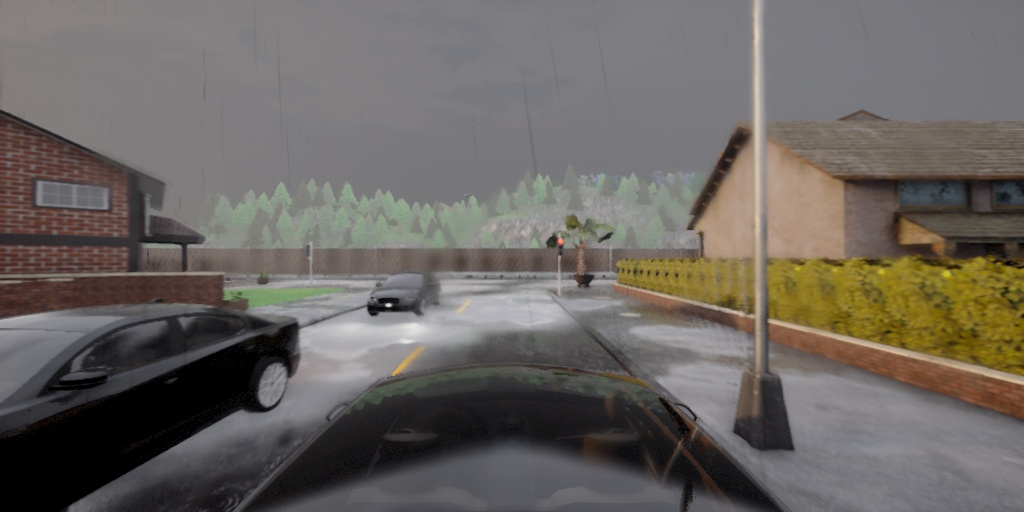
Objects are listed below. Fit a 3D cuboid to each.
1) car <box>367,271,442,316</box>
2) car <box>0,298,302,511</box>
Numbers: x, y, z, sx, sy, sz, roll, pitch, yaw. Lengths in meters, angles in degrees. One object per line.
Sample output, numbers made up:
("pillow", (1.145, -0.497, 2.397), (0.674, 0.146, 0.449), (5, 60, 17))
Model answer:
("car", (-3.993, 1.365, 14.029), (1.837, 1.490, 4.892), (0, -1, 0))
("car", (-4.080, 1.241, 3.298), (1.882, 1.535, 5.008), (0, -1, 0))
